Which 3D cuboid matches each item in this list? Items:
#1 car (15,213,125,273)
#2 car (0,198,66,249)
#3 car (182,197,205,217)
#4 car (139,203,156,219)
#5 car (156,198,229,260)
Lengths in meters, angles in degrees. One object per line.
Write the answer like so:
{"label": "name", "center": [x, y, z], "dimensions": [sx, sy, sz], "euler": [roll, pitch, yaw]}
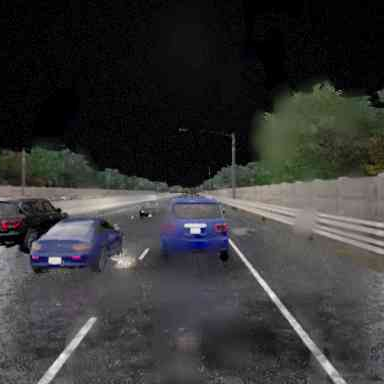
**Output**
{"label": "car", "center": [-3.404, 1.534, 10.570], "dimensions": [1.812, 1.442, 4.674], "euler": [0, 0, 0]}
{"label": "car", "center": [-6.897, 1.234, 13.721], "dimensions": [2.150, 2.045, 5.566], "euler": [0, 0, 0]}
{"label": "car", "center": [0.103, 1.386, 32.630], "dimensions": [2.097, 1.767, 4.553], "euler": [0, 0, 0]}
{"label": "car", "center": [-3.397, 1.631, 29.417], "dimensions": [1.895, 1.301, 4.718], "euler": [0, 0, 0]}
{"label": "car", "center": [0.102, 1.233, 12.552], "dimensions": [2.150, 2.045, 5.566], "euler": [0, 0, 0]}
